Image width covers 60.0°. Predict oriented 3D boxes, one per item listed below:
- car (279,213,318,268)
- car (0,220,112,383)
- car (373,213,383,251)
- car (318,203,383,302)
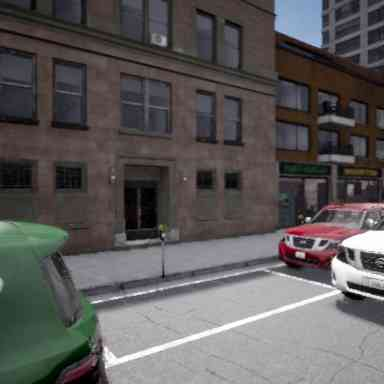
[{"bbox_3d":[4.826,1.287,9.981,5.009,1.841,2.192,0,0,-36],"label":"car"},{"bbox_3d":[-3.067,1.227,1.187,5.566,2.045,2.150,0,0,-36],"label":"car"},{"bbox_3d":[9.325,1.505,13.192,4.403,1.369,2.008,0,0,-36],"label":"car"},{"bbox_3d":[5.397,1.197,7.219,5.566,2.045,2.150,0,0,-35],"label":"car"}]
